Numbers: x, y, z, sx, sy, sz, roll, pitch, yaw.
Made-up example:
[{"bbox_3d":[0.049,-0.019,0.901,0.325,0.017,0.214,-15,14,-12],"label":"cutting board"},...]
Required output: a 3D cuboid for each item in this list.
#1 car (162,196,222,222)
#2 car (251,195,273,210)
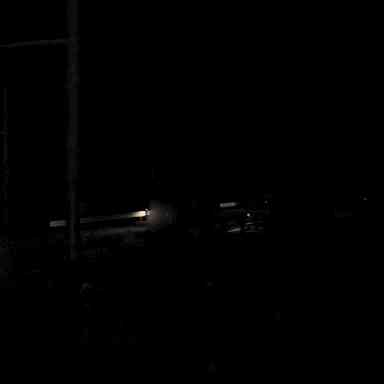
[{"bbox_3d":[0.074,1.090,22.957,2.128,1.511,4.902,0,3,41],"label":"car"},{"bbox_3d":[7.454,0.770,31.208,1.882,1.535,5.008,0,0,43],"label":"car"}]
